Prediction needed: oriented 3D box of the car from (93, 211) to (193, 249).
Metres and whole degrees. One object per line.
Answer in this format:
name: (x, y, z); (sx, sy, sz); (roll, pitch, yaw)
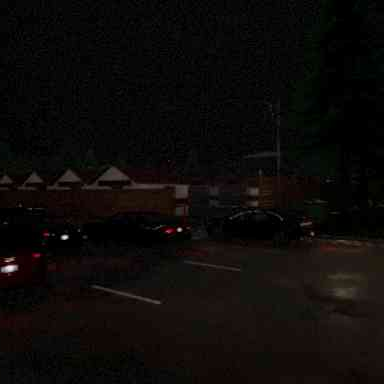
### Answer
car: (-2.532, 1.543, 14.580); (5.357, 1.411, 2.033); (0, 0, 35)

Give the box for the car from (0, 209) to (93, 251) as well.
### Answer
car: (-6.092, 1.559, 12.804); (4.181, 1.385, 1.994); (0, 0, 35)

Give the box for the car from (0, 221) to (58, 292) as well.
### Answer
car: (-5.419, 1.560, 8.050); (4.181, 1.385, 1.994); (0, 0, 35)

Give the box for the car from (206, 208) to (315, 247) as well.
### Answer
car: (2.955, 1.489, 14.999); (4.902, 1.511, 2.128); (0, 0, 35)

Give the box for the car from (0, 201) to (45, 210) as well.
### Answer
car: (-13.723, 1.480, 26.728); (4.902, 1.511, 2.128); (0, 0, 35)
